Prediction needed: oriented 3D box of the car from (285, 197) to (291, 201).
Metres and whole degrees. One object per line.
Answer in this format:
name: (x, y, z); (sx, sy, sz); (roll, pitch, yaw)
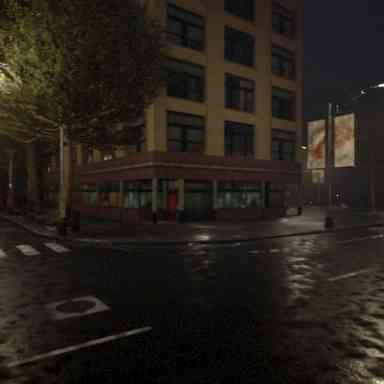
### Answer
car: (24.059, 1.578, 88.239); (2.161, 1.482, 4.786); (0, 0, -36)

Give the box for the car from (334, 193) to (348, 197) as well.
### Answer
car: (34.536, 1.495, 80.757); (2.002, 1.452, 4.674); (0, 0, -36)

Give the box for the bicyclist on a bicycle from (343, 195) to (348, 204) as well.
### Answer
bicyclist on a bicycle: (28.754, 1.439, 62.136); (1.656, 1.620, 0.582); (0, 0, -36)
